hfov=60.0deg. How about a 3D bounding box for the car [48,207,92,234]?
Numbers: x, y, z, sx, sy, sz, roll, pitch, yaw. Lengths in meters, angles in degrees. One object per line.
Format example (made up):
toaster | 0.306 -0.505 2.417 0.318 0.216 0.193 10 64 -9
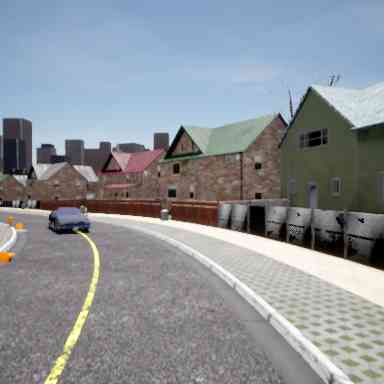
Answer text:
car | -7.687 1.657 20.564 2.033 1.411 5.357 0 -1 -30
